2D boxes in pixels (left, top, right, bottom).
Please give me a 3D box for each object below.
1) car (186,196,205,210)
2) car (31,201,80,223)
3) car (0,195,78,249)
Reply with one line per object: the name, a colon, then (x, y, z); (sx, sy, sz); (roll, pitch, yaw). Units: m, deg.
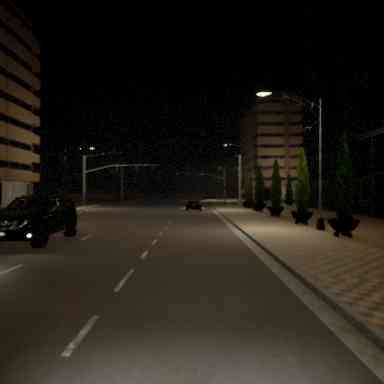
car: (0.219, 1.555, 41.907); (1.994, 1.385, 4.181); (0, 0, 0)
car: (-10.382, 1.483, 25.680); (1.812, 1.442, 4.674); (0, 0, 1)
car: (-6.930, 1.184, 14.892); (2.150, 2.045, 5.566); (0, 0, 0)
